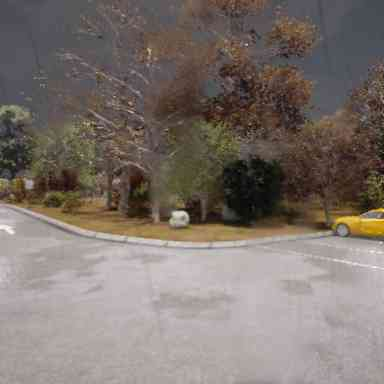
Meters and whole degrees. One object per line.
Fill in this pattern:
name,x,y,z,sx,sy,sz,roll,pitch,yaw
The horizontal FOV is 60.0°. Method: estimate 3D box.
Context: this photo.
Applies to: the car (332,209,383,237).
car,9.579,1.597,16.624,2.097,1.535,5.008,1,0,-35
